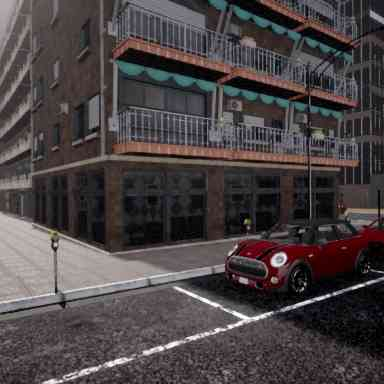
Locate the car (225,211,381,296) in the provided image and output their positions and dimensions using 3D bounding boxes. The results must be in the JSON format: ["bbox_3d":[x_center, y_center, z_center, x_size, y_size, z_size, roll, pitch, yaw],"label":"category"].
[{"bbox_3d":[2.764,1.439,8.538,4.097,1.590,1.967,0,-1,-35],"label":"car"}]

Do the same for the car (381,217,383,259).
[{"bbox_3d":[7.264,1.543,11.743,4.507,1.381,1.887,0,-1,-35],"label":"car"}]

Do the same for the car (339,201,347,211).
[{"bbox_3d":[16.533,1.746,40.629,1.967,1.590,4.097,-2,0,-36],"label":"car"}]
